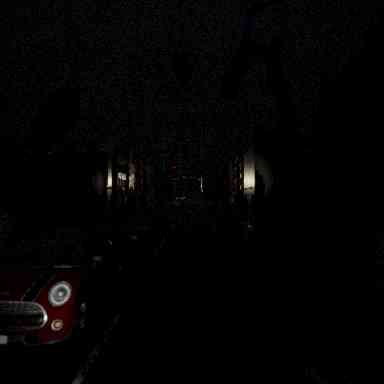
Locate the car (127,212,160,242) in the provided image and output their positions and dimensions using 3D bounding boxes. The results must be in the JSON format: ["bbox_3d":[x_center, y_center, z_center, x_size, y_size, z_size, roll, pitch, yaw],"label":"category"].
[{"bbox_3d":[-2.644,1.716,17.275,1.947,1.339,4.313,0,-1,0],"label":"car"}]

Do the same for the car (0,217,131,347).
[{"bbox_3d":[-2.635,1.496,6.516,1.967,1.590,4.097,1,0,0],"label":"car"}]

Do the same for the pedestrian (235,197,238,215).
[{"bbox_3d":[4.487,1.433,33.590,0.375,1.860,0.375,0,-1,0],"label":"pedestrian"}]

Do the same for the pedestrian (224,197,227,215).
[{"bbox_3d":[3.486,1.450,34.790,0.375,1.860,0.375,0,-1,0],"label":"pedestrian"}]

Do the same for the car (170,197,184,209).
[{"bbox_3d":[-2.670,2.048,54.874,1.752,1.417,4.829,0,-1,0],"label":"car"}]

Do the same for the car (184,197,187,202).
[{"bbox_3d":[-2.686,2.220,77.465,1.967,1.590,4.097,0,-1,0],"label":"car"}]

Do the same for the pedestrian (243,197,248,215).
[{"bbox_3d":[5.486,1.416,34.192,0.375,1.860,0.375,0,-1,0],"label":"pedestrian"}]

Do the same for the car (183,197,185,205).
[{"bbox_3d":[-2.674,2.131,60.648,1.887,1.381,4.507,0,-1,0],"label":"car"}]
